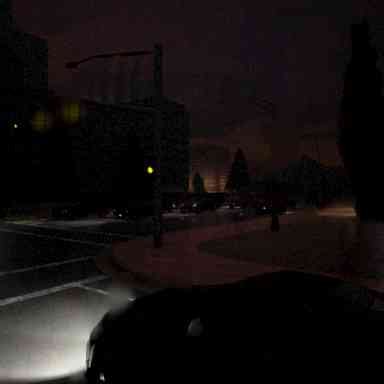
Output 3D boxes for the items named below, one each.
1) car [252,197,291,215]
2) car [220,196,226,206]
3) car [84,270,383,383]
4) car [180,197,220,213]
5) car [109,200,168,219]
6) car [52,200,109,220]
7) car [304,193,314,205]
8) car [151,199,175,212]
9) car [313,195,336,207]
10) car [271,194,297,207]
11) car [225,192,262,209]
[{"bbox_3d":[8.374,1.564,34.698,1.994,1.385,4.181,0,0,36],"label":"car"},{"bbox_3d":[1.865,1.547,43.938,2.033,1.411,5.357,0,0,36],"label":"car"},{"bbox_3d":[0.820,1.564,3.416,4.181,1.385,1.994,0,0,35],"label":"car"},{"bbox_3d":[0.723,1.352,36.422,2.097,1.767,4.553,0,0,36],"label":"car"},{"bbox_3d":[-4.599,1.601,29.096,1.895,1.301,4.718,0,0,36],"label":"car"},{"bbox_3d":[-9.402,1.478,28.456,1.882,1.535,5.008,0,0,36],"label":"car"},{"bbox_3d":[21.546,1.491,58.777,2.128,1.511,4.902,0,0,36],"label":"car"},{"bbox_3d":[-3.878,1.505,36.039,1.837,1.490,4.892,0,0,36],"label":"car"},{"bbox_3d":[21.306,1.491,52.491,2.128,1.511,4.902,0,0,36],"label":"car"},{"bbox_3d":[13.477,1.499,47.673,1.837,1.490,4.892,0,-2,36],"label":"car"},{"bbox_3d":[7.028,1.221,45.078,2.150,2.045,5.566,0,0,36],"label":"car"}]
